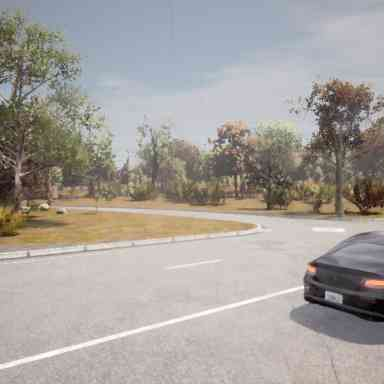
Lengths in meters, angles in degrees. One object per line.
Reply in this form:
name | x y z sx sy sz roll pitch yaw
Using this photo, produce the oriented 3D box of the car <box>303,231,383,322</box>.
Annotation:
car | 4.137 1.526 6.697 4.674 1.442 1.812 0 0 -36
